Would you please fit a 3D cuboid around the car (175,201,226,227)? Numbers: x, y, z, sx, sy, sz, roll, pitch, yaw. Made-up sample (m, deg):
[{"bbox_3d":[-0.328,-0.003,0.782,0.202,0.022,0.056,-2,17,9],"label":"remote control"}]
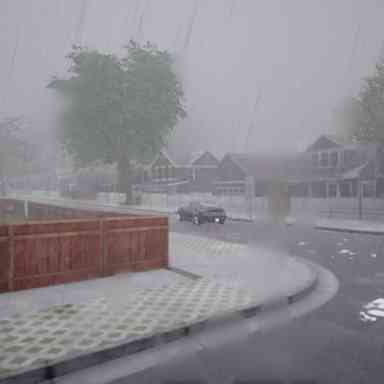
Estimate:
[{"bbox_3d":[0.462,1.374,22.203,1.837,1.490,4.892,-1,2,-25],"label":"car"}]
